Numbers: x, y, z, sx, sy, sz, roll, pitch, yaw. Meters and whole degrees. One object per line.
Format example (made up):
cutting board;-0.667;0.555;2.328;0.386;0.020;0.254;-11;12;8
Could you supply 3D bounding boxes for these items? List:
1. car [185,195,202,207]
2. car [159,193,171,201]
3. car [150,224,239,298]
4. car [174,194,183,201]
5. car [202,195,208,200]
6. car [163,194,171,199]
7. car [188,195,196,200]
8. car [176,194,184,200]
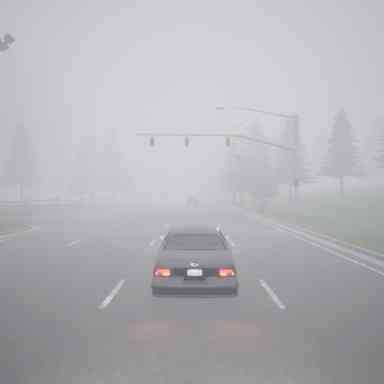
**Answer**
car;0.023;1.345;52.733;2.097;1.767;4.553;0;0;0
car;-6.959;1.206;83.409;2.150;2.045;5.566;0;0;0
car;0.070;1.546;8.694;2.033;1.411;5.357;0;0;0
car;-3.459;1.506;83.794;1.812;1.442;4.674;0;0;0
car;3.546;1.488;94.208;1.837;1.490;4.892;0;0;0
car;-6.954;1.373;93.799;1.994;1.385;4.181;0;0;0
car;0.046;1.528;94.209;2.033;1.411;5.357;0;0;0
car;-3.454;1.346;93.798;2.128;1.511;4.902;0;0;0
